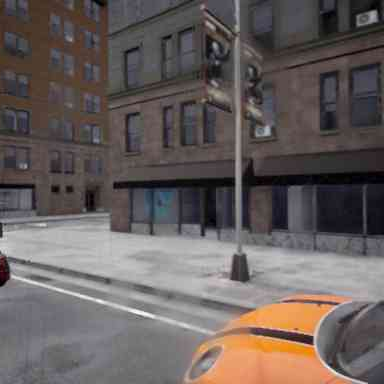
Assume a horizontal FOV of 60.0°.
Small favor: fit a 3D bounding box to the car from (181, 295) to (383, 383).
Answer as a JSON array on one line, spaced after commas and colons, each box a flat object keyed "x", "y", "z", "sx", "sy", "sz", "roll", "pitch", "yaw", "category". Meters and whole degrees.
[{"x": 2.081, "y": 1.348, "z": 2.202, "sx": 4.553, "sy": 1.767, "sz": 2.097, "roll": -1, "pitch": 0, "yaw": 36, "category": "car"}]

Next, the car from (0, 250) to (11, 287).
[{"x": -6.304, "y": 1.618, "z": 8.174, "sx": 4.181, "sy": 1.385, "sz": 1.994, "roll": -1, "pitch": 0, "yaw": 36, "category": "car"}]
